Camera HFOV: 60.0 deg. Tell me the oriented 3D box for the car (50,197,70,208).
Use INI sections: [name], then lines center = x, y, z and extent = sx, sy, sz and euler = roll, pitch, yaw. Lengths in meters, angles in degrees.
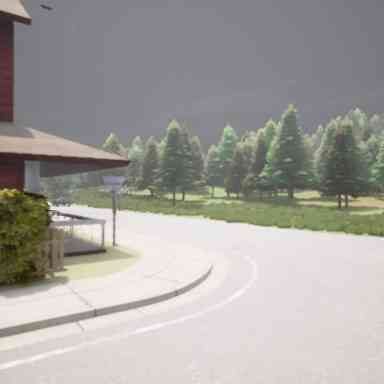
[car]
center = -20.802, 1.447, 52.987
extent = 1.812, 1.442, 4.674
euler = 0, 0, -35
